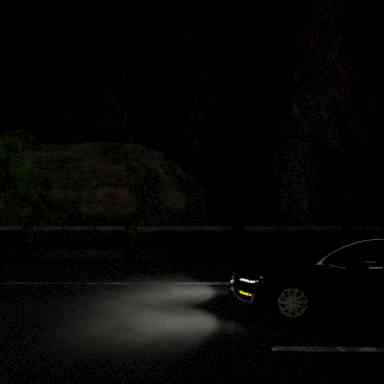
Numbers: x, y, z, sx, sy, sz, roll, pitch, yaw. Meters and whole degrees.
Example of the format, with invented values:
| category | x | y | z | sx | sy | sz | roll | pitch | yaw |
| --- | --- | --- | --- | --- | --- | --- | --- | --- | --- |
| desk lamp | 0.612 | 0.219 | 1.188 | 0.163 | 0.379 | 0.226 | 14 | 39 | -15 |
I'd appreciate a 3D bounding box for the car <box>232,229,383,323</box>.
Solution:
| category | x | y | z | sx | sy | sz | roll | pitch | yaw |
| --- | --- | --- | --- | --- | --- | --- | --- | --- | --- |
| car | 3.243 | 1.521 | 6.592 | 4.892 | 1.490 | 1.837 | 0 | 0 | 2 |
